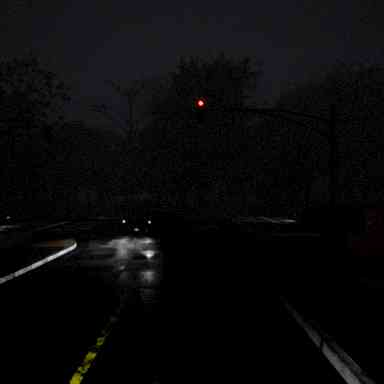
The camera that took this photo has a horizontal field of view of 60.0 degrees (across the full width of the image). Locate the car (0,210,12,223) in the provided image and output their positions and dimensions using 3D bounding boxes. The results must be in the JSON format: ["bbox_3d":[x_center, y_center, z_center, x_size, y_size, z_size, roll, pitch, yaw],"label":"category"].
[{"bbox_3d":[-14.901,1.472,22.823,4.674,1.442,1.812,0,0,0],"label":"car"}]

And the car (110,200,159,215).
[{"bbox_3d":[-4.754,1.486,29.561,4.902,1.511,2.128,0,0,0],"label":"car"}]

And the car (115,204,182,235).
[{"bbox_3d":[-2.177,1.599,18.961,1.895,1.301,4.718,0,0,18],"label":"car"}]

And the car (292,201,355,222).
[{"bbox_3d":[10.144,1.608,26.361,4.181,1.385,1.994,0,0,0],"label":"car"}]
